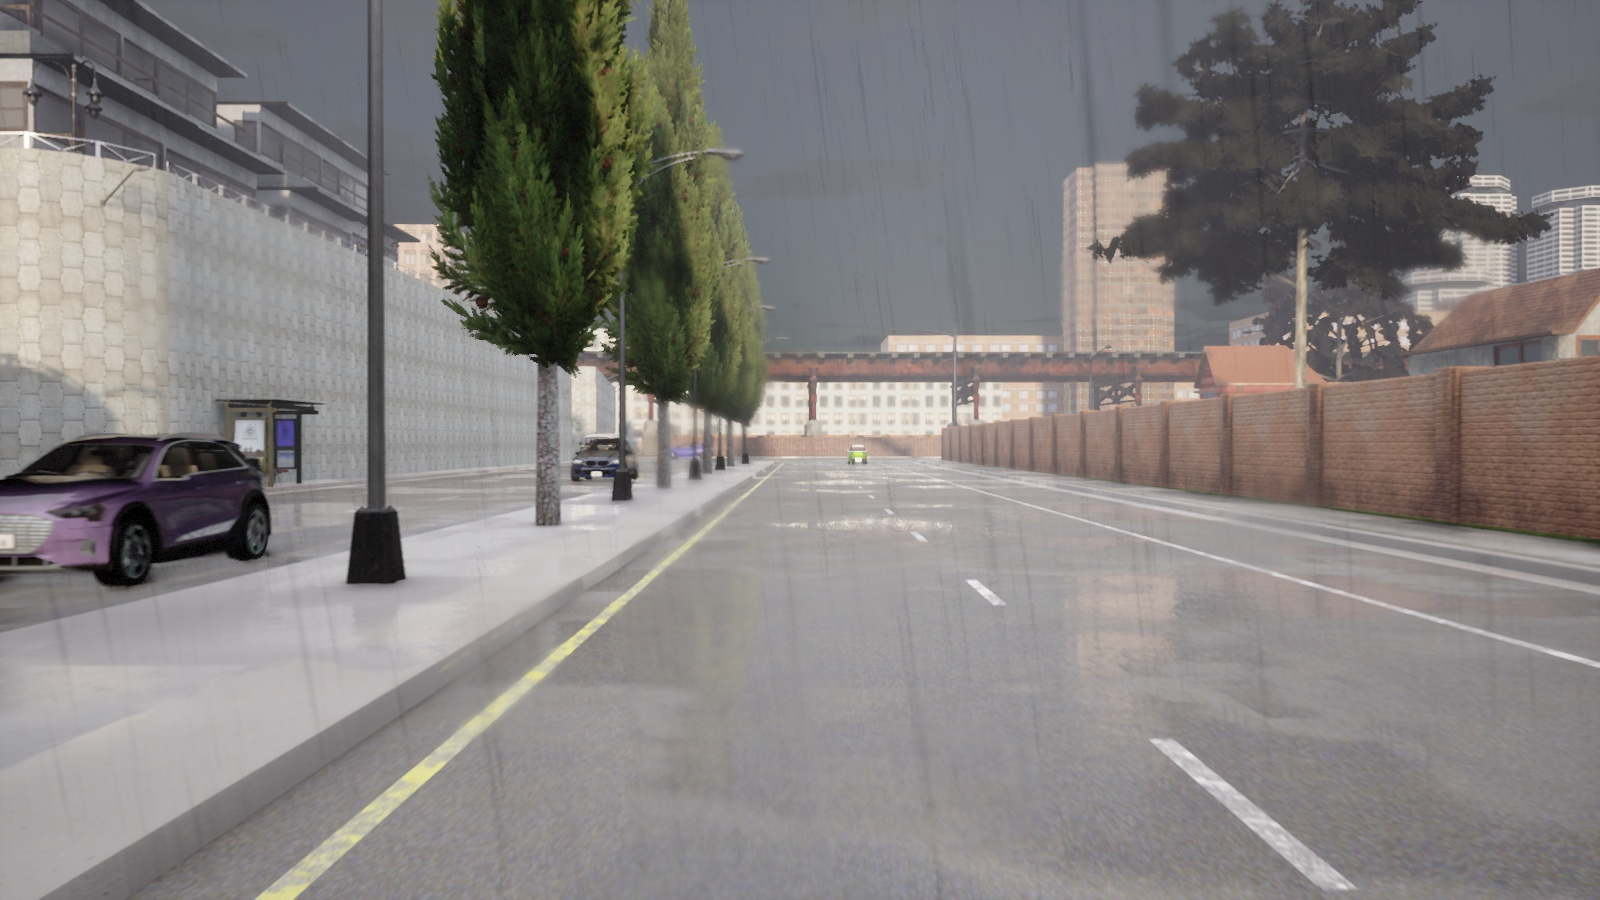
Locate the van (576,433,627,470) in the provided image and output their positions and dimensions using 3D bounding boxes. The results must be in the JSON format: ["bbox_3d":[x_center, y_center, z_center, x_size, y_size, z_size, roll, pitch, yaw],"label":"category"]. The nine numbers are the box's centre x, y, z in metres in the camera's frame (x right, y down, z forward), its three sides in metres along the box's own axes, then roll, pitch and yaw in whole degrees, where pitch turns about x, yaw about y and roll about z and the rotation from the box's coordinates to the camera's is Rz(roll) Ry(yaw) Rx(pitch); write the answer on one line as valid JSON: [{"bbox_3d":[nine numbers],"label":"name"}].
[{"bbox_3d":[-11.079,0.065,70.312,2.069,2.038,4.480,0,0,1],"label":"van"}]

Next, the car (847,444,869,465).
[{"bbox_3d":[4.011,0.313,87.213,1.481,1.376,2.207,0,1,0],"label":"car"}]

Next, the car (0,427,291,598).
[{"bbox_3d":[-7.901,0.586,14.533,2.033,1.649,4.856,0,0,0],"label":"car"}]

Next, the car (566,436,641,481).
[{"bbox_3d":[-7.702,0.304,49.720,2.242,1.667,4.611,0,0,0],"label":"car"}]
